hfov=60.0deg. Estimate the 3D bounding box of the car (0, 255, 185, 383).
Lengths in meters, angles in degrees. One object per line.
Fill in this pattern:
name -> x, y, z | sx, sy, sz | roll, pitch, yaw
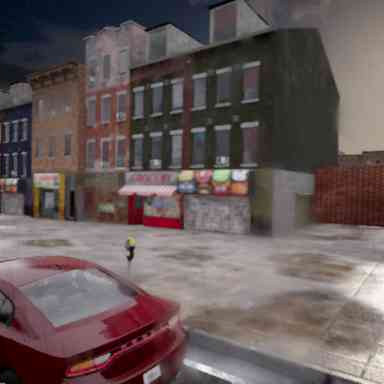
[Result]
car -> -2.181, 1.530, 4.347 | 4.507, 1.381, 1.887 | 0, 1, 36
